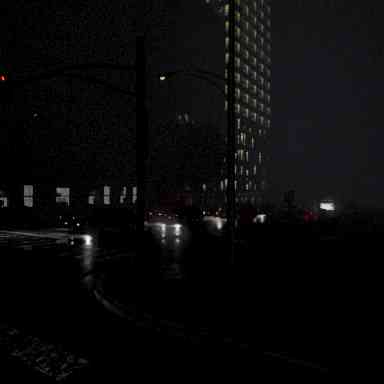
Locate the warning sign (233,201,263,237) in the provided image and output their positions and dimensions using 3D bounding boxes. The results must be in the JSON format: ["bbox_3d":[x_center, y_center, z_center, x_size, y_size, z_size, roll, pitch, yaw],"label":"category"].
[{"bbox_3d":[3.139,1.454,18.545,1.300,1.860,1.060,1,1,33],"label":"warning sign"}]

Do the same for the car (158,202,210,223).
[{"bbox_3d":[-0.597,1.972,30.221,1.837,1.490,4.892,0,-1,33],"label":"car"}]

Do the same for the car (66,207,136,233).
[{"bbox_3d":[-5.652,1.805,22.384,1.837,1.490,4.892,0,-1,33],"label":"car"}]

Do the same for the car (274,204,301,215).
[{"bbox_3d":[13.650,2.395,46.054,2.033,1.411,5.357,0,-1,33],"label":"car"}]

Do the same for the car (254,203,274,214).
[{"bbox_3d":[10.331,2.319,47.098,2.128,1.511,4.902,0,-1,33],"label":"car"}]

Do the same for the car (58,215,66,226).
[{"bbox_3d":[-7.669,1.921,25.250,1.895,1.301,4.718,0,-1,33],"label":"car"}]

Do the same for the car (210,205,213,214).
[{"bbox_3d":[3.151,2.278,42.016,1.895,1.301,4.718,0,-1,33],"label":"car"}]

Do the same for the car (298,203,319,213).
[{"bbox_3d":[19.181,2.576,54.718,2.033,1.411,5.357,0,-1,33],"label":"car"}]

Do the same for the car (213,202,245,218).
[{"bbox_3d":[4.806,1.998,38.590,2.097,1.767,4.553,0,-1,33],"label":"car"}]

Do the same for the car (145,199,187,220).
[{"bbox_3d":[-2.375,1.717,33.462,2.150,2.045,5.566,0,-1,33],"label":"car"}]

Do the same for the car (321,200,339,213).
[{"bbox_3d":[21.931,2.254,52.985,2.150,2.045,5.566,0,-1,33],"label":"car"}]

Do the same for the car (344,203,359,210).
[{"bbox_3d":[31.493,2.837,65.718,1.812,1.442,4.674,0,-1,33],"label":"car"}]

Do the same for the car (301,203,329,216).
[{"bbox_3d":[16.517,2.456,44.499,1.895,1.301,4.718,0,-1,33],"label":"car"}]
